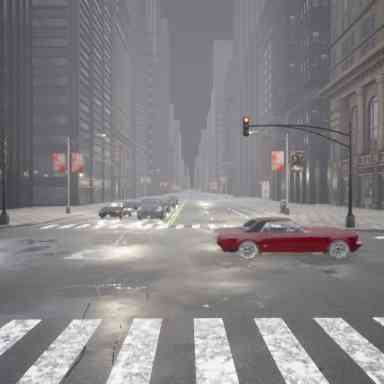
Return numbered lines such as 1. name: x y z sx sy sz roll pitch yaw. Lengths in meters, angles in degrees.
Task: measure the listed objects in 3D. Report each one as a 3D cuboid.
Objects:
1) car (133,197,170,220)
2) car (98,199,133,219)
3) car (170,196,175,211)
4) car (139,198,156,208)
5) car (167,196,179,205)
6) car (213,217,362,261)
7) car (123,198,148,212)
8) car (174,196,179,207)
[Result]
1. car: -3.326 1.337 28.066 2.097 1.767 4.553 0 0 0
2. car: -6.551 1.531 29.324 2.033 1.411 5.357 0 0 4
3. car: -3.320 1.524 37.540 2.033 1.411 5.357 0 0 0
4. car: -6.565 1.565 49.509 1.895 1.301 4.718 0 0 0
5. car: -3.273 1.455 57.813 1.837 1.490 4.892 0 0 0
6. car: 3.142 1.538 11.455 4.718 1.301 1.895 0 0 0
7. car: -6.567 1.522 39.423 2.033 1.411 5.357 0 0 0
8. car: -3.319 1.530 47.439 1.994 1.385 4.181 0 0 0
